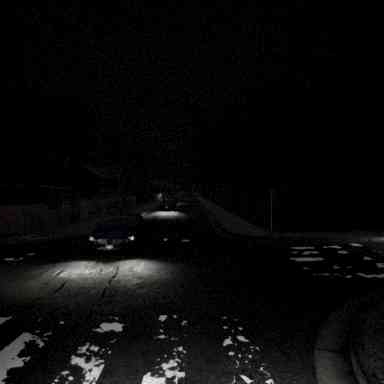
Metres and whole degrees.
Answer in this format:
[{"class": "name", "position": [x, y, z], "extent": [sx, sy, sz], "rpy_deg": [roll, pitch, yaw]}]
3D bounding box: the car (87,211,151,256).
[{"class": "car", "position": [-2.792, 1.558, 13.540], "extent": [1.812, 1.442, 4.674], "rpy_deg": [-1, 1, 0]}]

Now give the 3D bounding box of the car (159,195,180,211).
[{"class": "car", "position": [-2.867, 1.478, 39.951], "extent": [2.128, 1.511, 4.902], "rpy_deg": [0, 0, 0]}]

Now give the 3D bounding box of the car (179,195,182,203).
[{"class": "car", "position": [-2.939, 1.357, 64.445], "extent": [1.882, 1.535, 5.008], "rpy_deg": [0, 0, 0]}]
